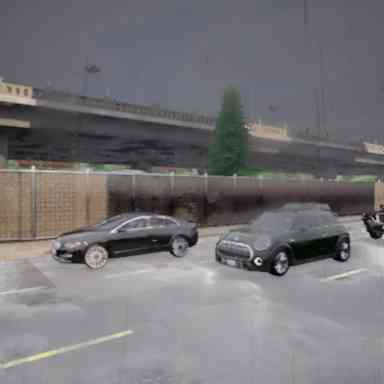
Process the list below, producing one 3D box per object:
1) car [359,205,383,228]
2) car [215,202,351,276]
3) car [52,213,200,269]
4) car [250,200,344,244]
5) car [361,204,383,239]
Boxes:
[{"bbox_3d":[13.194,1.537,21.995,4.718,1.301,1.895,0,0,-35],"label":"car"},{"bbox_3d":[2.902,1.327,10.348,4.553,1.767,2.097,0,0,-35],"label":"car"},{"bbox_3d":[-2.028,1.473,11.148,4.902,1.511,2.128,0,0,-35],"label":"car"},{"bbox_3d":[5.220,1.312,16.308,4.553,1.767,2.097,0,0,-35],"label":"car"},{"bbox_3d":[10.584,1.174,15.827,5.566,2.045,2.150,0,0,-35],"label":"car"}]
